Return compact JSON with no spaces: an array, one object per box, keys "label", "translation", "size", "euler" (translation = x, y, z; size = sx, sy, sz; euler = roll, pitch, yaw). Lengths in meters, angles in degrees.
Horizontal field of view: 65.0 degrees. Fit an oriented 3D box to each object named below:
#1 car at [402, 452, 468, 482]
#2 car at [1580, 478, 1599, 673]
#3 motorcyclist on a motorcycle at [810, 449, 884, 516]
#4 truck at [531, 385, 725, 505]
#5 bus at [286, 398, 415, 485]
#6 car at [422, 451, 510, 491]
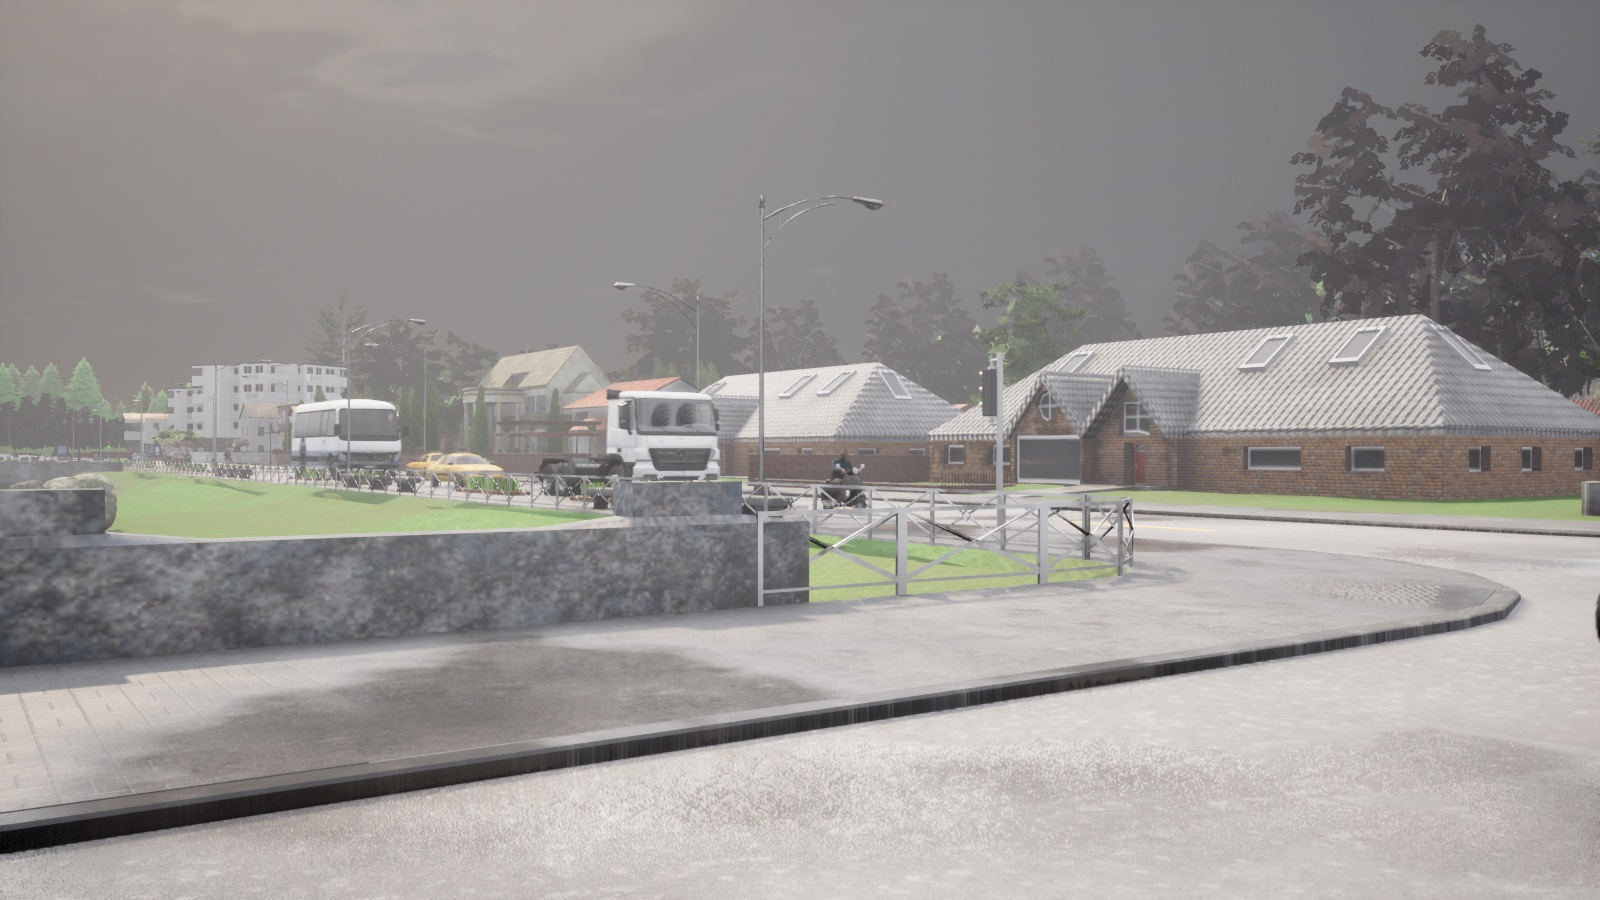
[{"label":"car","translation":[-19.658,0.891,67.477],"size":[1.801,1.575,5.366],"euler":[0,0,-35]},{"label":"car","translation":[7.584,0.853,9.702],"size":[1.895,1.301,4.718],"euler":[0,0,41]},{"label":"motorcyclist on a motorcycle","translation":[1.131,0.771,30.623],"size":[0.866,1.590,1.817],"euler":[0,0,-35]},{"label":"truck","translation":[-5.720,-0.126,40.461],"size":[2.891,3.462,7.936],"euler":[0,0,-35]},{"label":"bus","translation":[-24.081,-0.417,66.828],"size":[3.944,4.253,10.273],"euler":[0,0,-35]},{"label":"car","translation":[-13.962,0.841,52.297],"size":[1.801,1.575,5.366],"euler":[0,0,-35]}]
